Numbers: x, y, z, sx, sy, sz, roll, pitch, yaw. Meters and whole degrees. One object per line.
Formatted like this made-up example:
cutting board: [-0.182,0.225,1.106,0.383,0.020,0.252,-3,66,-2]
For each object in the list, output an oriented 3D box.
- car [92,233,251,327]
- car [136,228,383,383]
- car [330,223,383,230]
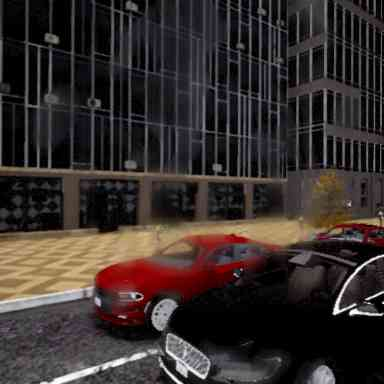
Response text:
car: [0.289,1.565,6.764,4.507,1.381,1.887,0,0,-36]
car: [1.877,1.525,4.718,4.892,1.490,1.837,0,0,-35]
car: [4.924,1.629,10.071,4.206,1.307,1.802,0,0,-36]
